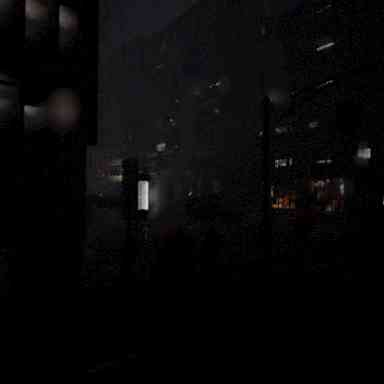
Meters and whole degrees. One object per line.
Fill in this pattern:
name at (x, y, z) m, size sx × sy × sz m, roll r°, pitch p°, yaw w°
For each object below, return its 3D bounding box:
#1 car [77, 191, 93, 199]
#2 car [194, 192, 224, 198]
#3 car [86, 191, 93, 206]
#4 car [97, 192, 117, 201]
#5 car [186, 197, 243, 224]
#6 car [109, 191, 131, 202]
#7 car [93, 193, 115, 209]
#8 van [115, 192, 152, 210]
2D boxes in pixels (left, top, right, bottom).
car at (-21.873, 0.536, 68.025) m, size 1.752 × 1.417 × 4.829 m, roll 2°, pitch 0°, yaw -36°
car at (1.515, 0.943, 35.858) m, size 2.192 × 1.841 × 5.009 m, roll 2°, pitch 0°, yaw -36°
car at (-11.917, 0.913, 40.076) m, size 1.887 × 1.381 × 4.507 m, roll 2°, pitch 0°, yaw -36°
car at (-15.122, 0.755, 58.736) m, size 1.947 × 1.339 × 4.313 m, roll 2°, pitch 0°, yaw -36°
car at (1.386, 1.265, 21.774) m, size 1.887 × 1.381 × 4.507 m, roll 2°, pitch 0°, yaw -36°
car at (-11.793, 0.717, 54.161) m, size 1.967 × 1.590 × 4.097 m, roll 2°, pitch 0°, yaw -36°
car at (-8.591, 1.001, 35.501) m, size 1.887 × 1.381 × 4.507 m, roll 2°, pitch 0°, yaw -36°
van at (-5.259, 0.886, 30.925) m, size 1.690 × 1.788 × 3.998 m, roll 2°, pitch 0°, yaw -36°
